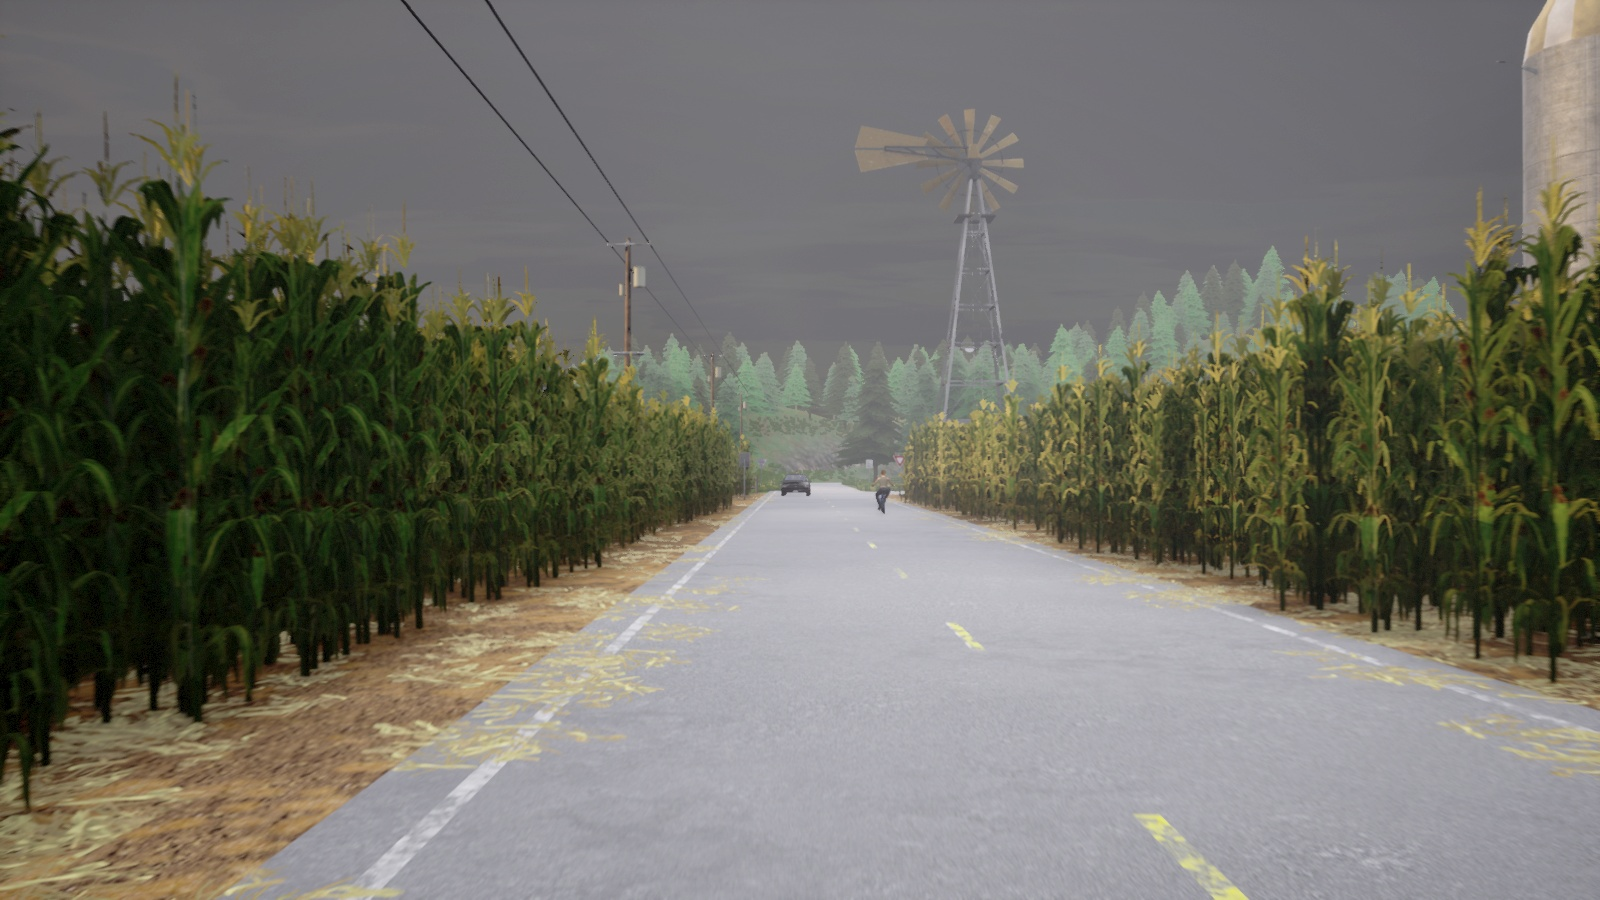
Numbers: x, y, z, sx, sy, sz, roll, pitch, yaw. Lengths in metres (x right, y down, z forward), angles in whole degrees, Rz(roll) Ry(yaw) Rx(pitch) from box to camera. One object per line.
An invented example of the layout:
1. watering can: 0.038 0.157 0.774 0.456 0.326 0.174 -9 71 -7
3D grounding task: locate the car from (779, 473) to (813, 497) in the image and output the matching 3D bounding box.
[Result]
1. car: -0.240 2.193 79.458 2.033 1.411 5.357 0 -1 0
